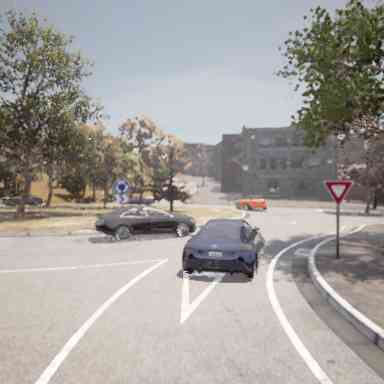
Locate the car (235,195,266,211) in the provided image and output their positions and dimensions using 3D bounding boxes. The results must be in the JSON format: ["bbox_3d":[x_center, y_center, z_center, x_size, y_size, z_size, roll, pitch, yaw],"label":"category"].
[{"bbox_3d":[6.554,1.111,37.677,2.097,1.767,4.553,0,0,-14],"label":"car"}]

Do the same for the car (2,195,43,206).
[{"bbox_3d":[-22.920,1.206,45.063,4.902,1.511,2.128,1,0,-42],"label":"car"}]

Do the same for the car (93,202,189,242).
[{"bbox_3d":[-2.165,1.414,15.897,4.902,1.511,2.128,0,1,-26],"label":"car"}]

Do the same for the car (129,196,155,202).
[{"bbox_3d":[-8.386,1.325,50.087,5.357,1.411,2.033,0,0,6],"label":"car"}]

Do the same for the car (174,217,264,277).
[{"bbox_3d":[1.112,1.522,10.319,1.994,1.385,4.181,0,0,15],"label":"car"}]
